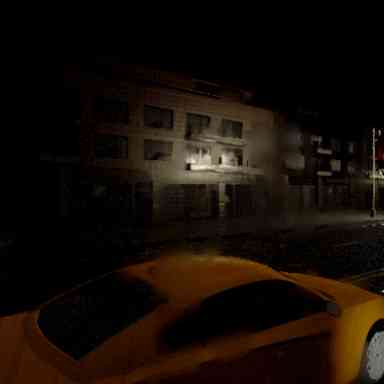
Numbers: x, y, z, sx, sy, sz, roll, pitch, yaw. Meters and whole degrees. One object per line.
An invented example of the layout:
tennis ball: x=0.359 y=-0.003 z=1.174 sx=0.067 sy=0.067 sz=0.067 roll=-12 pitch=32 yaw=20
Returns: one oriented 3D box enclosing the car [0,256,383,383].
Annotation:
car: x=0.314 y=1.476 z=3.664 sx=5.008 sy=1.535 sz=1.882 roll=0 pitch=0 yaw=-35
